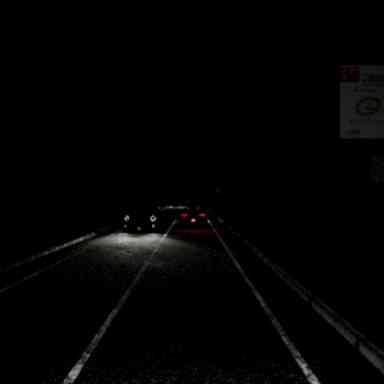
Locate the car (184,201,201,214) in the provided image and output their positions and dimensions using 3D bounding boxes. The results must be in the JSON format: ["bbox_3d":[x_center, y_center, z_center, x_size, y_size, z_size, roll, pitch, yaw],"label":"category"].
[{"bbox_3d":[0.085,1.955,41.887,2.033,1.411,5.357,0,0,0],"label":"car"}]

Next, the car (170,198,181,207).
[{"bbox_3d":[-3.049,1.982,63.434,1.882,1.535,5.008,0,0,1],"label":"car"}]

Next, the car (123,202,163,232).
[{"bbox_3d":[-3.105,1.587,21.733,2.097,1.767,4.553,0,-1,0],"label":"car"}]

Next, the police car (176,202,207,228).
[{"bbox_3d":[0.090,1.778,24.824,2.038,1.542,4.974,0,-1,0],"label":"police car"}]
